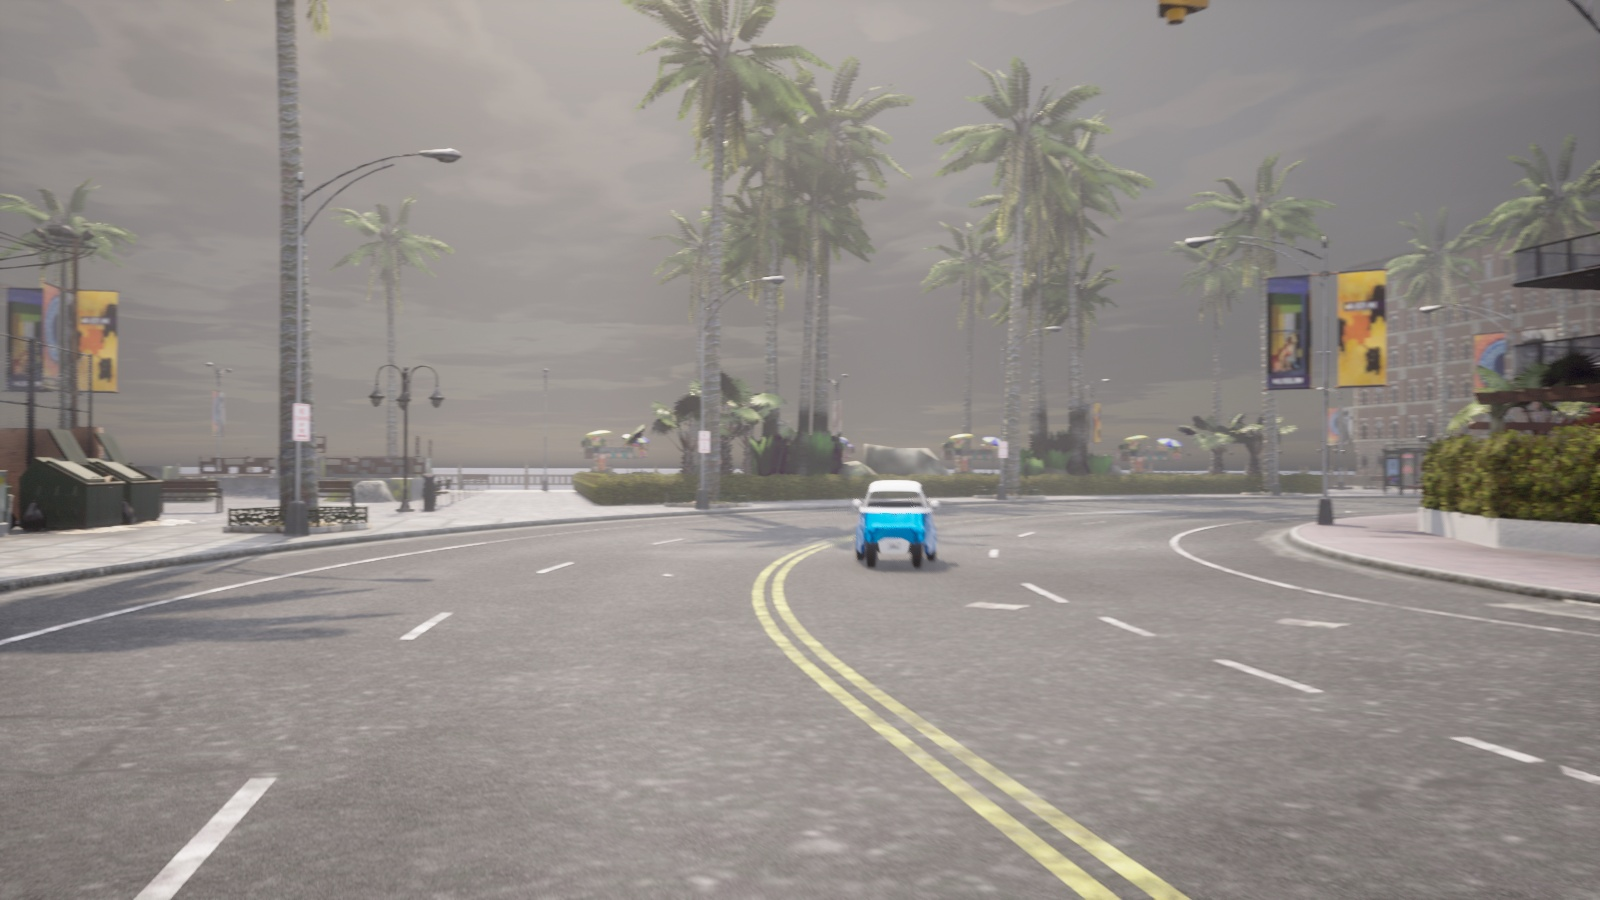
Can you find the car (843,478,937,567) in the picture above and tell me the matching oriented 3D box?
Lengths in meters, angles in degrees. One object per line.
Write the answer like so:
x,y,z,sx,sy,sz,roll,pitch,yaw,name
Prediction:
1.532,1.177,21.046,1.481,1.376,2.207,0,0,5,car
